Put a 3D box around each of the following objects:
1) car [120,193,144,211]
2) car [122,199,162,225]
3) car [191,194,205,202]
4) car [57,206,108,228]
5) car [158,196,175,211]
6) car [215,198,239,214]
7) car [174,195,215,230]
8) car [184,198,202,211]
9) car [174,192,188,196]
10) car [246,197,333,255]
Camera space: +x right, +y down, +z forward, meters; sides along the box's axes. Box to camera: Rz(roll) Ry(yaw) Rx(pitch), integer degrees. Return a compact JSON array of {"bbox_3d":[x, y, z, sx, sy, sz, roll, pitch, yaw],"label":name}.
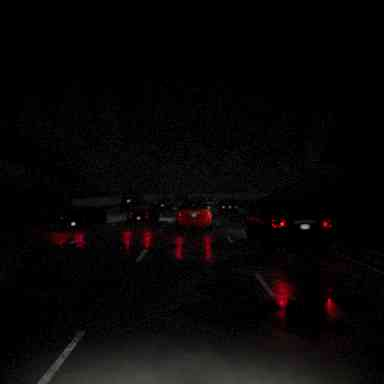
[{"bbox_3d":[-6.892,1.138,38.724,2.150,2.045,5.566,0,0,0],"label":"car"},{"bbox_3d":[-3.395,1.475,23.471,1.812,1.442,4.674,0,0,0],"label":"car"},{"bbox_3d":[1.386,1.323,71.915,1.882,1.535,5.008,0,0,17],"label":"car"},{"bbox_3d":[-6.896,1.555,21.548,1.895,1.301,4.718,0,0,0],"label":"car"},{"bbox_3d":[-3.391,1.477,40.151,1.994,1.385,4.181,0,0,0],"label":"car"},{"bbox_3d":[3.607,1.474,34.052,2.033,1.411,5.357,0,0,0],"label":"car"},{"bbox_3d":[0.105,1.308,20.789,2.097,1.767,4.553,0,0,0],"label":"car"},{"bbox_3d":[0.110,1.478,39.944,1.994,1.385,4.181,0,0,0],"label":"car"},{"bbox_3d":[-2.240,1.071,71.890,2.150,2.045,5.566,0,0,17],"label":"car"},{"bbox_3d":[3.603,1.192,13.271,2.150,2.045,5.566,0,0,0],"label":"car"}]
